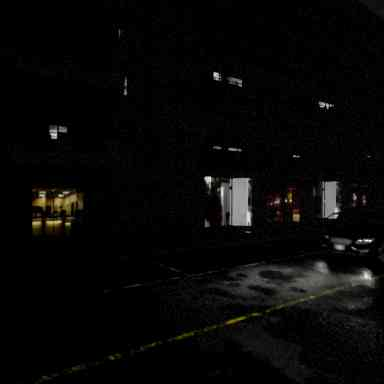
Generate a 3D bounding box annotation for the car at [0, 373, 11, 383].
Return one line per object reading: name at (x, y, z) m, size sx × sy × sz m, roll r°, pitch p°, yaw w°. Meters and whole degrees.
car at (-3.215, 1.492, 1.017) m, size 4.902 × 1.511 × 2.128 m, roll 0°, pitch 0°, yaw -35°

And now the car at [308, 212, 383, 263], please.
car at (6.688, 1.492, 12.014) m, size 4.902 × 1.511 × 2.128 m, roll 0°, pitch 0°, yaw -36°
